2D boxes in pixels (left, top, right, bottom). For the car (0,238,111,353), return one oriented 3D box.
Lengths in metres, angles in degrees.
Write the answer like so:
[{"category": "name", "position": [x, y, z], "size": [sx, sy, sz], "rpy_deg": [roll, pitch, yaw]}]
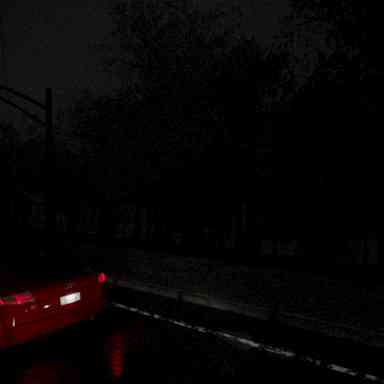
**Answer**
[{"category": "car", "position": [-3.453, 1.564, 6.142], "size": [4.181, 1.385, 1.994], "rpy_deg": [0, 0, 35]}]
